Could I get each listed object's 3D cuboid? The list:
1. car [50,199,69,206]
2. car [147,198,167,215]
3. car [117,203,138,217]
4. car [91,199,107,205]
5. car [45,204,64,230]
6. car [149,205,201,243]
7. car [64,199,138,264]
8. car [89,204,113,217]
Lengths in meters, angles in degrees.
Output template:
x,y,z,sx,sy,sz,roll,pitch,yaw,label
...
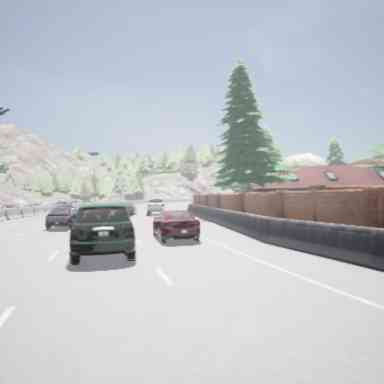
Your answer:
x,y,z,sx,sy,sz,roll,pitch,yaw,label
-32.970,2.626,82.999,2.128,1.511,4.902,-1,-1,11,car
-4.312,1.758,41.005,2.150,2.045,5.566,-1,-1,-3,car
-7.729,2.091,40.442,1.837,1.490,4.892,-1,-1,-4,car
-22.663,2.434,81.004,1.812,1.442,4.674,-1,-1,11,car
-9.465,1.928,24.768,2.128,1.511,4.902,-1,-1,-10,car
-0.925,1.694,17.589,1.882,1.535,5.008,-1,0,-13,car
-3.451,1.430,13.013,2.150,2.045,5.566,-1,0,-15,car
-11.272,2.219,41.289,1.994,1.385,4.181,-1,-1,-3,car
